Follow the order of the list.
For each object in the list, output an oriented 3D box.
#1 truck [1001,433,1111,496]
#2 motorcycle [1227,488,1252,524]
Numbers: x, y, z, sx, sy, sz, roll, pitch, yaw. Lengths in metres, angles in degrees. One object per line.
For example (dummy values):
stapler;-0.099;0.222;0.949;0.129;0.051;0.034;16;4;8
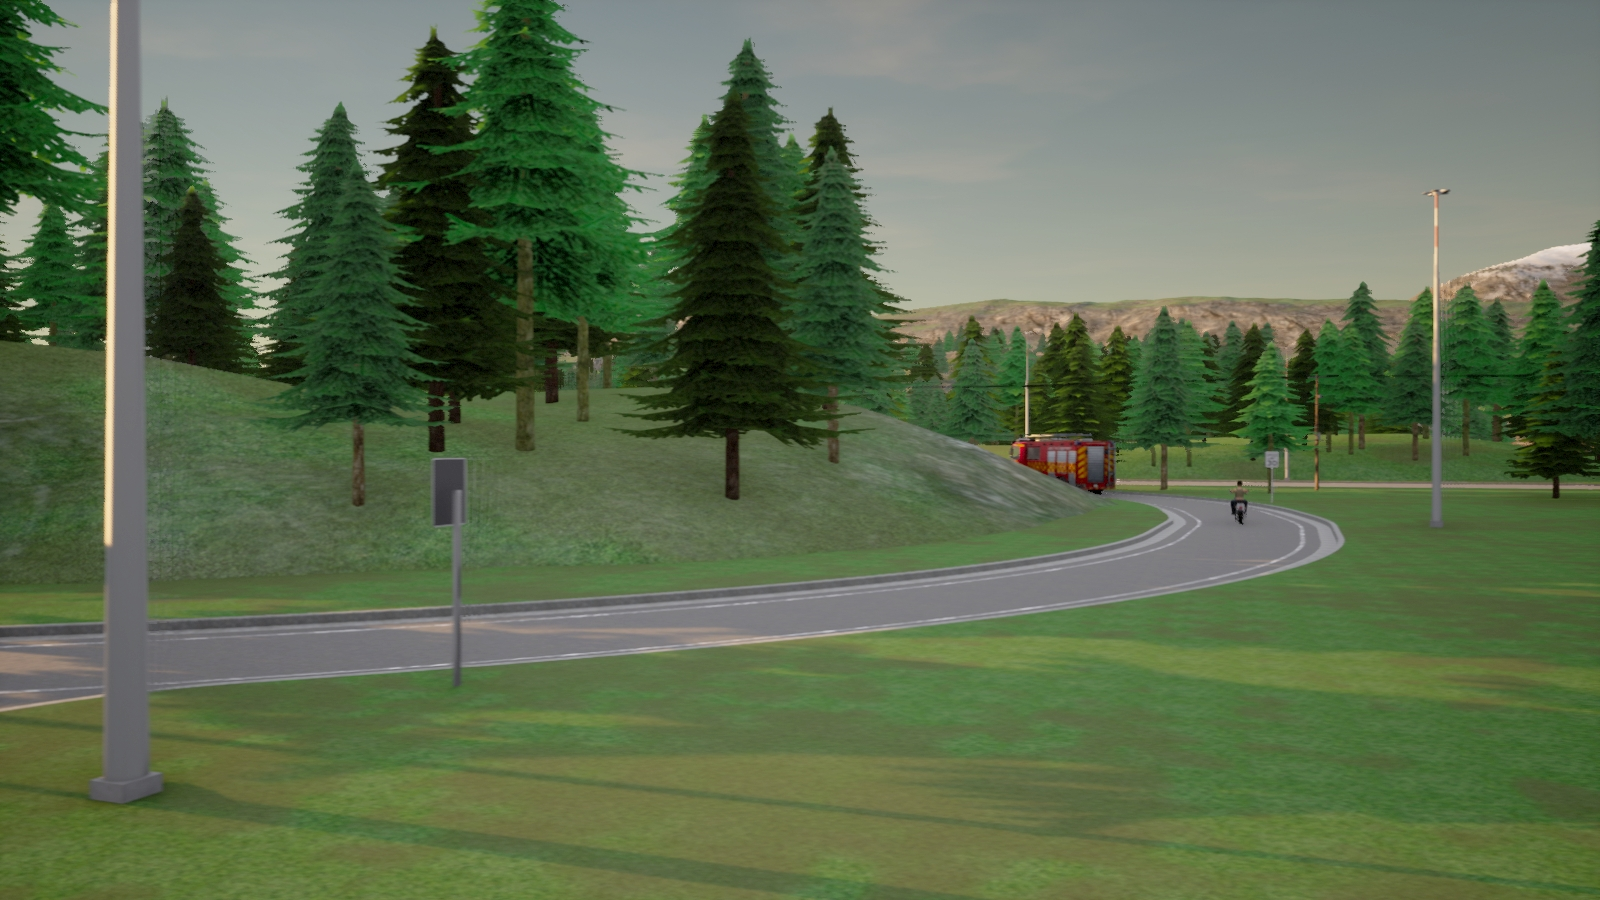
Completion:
truck;16.520;0.890;74.470;2.891;3.827;8.468;0;0;-20
motorcycle;17.067;2.155;44.409;0.764;1.307;2.356;0;0;18
